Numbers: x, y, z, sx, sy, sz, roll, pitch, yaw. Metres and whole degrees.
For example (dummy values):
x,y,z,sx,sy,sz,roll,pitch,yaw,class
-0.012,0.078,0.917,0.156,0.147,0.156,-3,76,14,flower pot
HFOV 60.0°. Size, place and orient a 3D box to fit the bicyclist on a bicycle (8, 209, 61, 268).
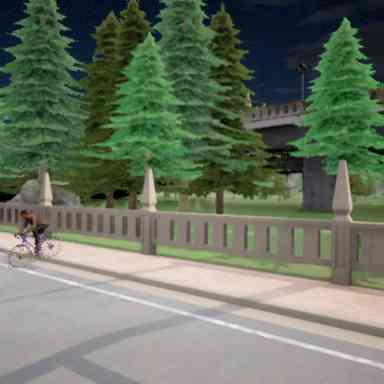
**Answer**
x,y,z,sx,sy,sz,roll,pitch,yaw,class
-4.653,1.298,9.782,0.582,1.620,1.656,1,9,35,bicyclist on a bicycle
